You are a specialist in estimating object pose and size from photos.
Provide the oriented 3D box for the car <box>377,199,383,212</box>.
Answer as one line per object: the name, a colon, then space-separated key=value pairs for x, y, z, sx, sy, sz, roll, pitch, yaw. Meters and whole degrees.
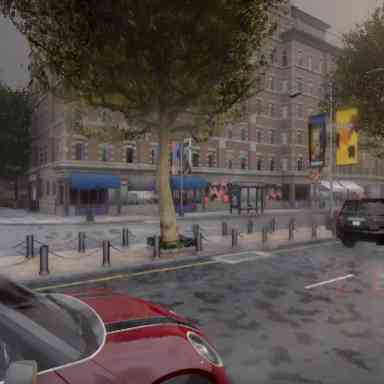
car: x=24.410 y=1.602 z=39.577 sx=5.357 sy=1.411 sz=2.033 roll=0 pitch=0 yaw=-36

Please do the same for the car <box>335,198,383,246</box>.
car: x=8.317 y=1.258 z=13.972 sx=5.566 sy=2.045 sz=2.150 roll=0 pitch=0 yaw=-36

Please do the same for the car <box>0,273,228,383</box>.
car: x=-1.874 y=1.351 z=2.404 sx=4.553 sy=1.767 sz=2.097 roll=0 pitch=0 yaw=-35
